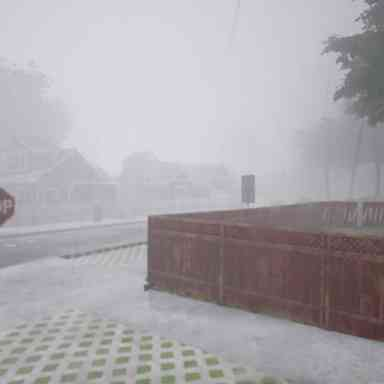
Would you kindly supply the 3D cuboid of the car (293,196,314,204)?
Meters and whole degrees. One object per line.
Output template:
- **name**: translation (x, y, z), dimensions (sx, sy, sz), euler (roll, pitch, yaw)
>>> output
- **car**: translation (15.387, 1.352, 45.864), dimensions (1.837, 1.490, 4.892), euler (0, 0, 36)
